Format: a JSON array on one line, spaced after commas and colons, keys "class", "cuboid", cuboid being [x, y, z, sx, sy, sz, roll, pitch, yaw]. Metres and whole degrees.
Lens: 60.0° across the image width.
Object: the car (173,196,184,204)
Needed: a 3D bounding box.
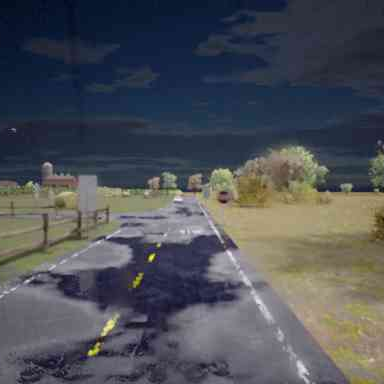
[{"class": "car", "cuboid": [-2.767, 1.533, 65.979, 1.812, 1.442, 4.674, 0, 0, 0]}]
